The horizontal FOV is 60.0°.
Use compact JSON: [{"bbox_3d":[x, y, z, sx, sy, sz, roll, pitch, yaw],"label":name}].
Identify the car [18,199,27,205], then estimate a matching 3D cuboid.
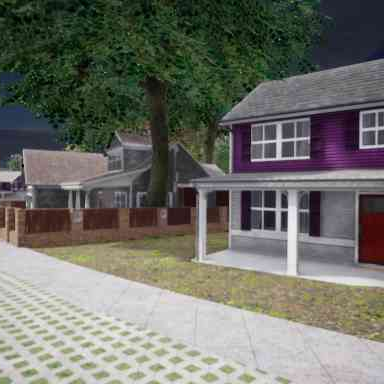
[{"bbox_3d":[-32.527,2.048,63.584,1.812,1.442,4.674,0,-1,1],"label":"car"}]
